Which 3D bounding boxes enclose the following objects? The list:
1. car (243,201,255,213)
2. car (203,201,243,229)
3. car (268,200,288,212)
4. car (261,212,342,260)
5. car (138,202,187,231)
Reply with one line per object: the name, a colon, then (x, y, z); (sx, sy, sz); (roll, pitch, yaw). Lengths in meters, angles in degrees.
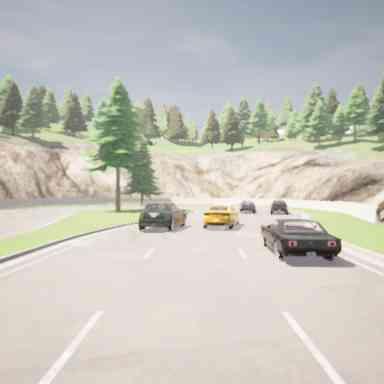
car: (6.536, 1.724, 39.928); (2.033, 1.411, 5.357); (0, 0, 6)
car: (2.087, 1.579, 22.719); (1.882, 1.535, 5.008); (0, 0, 15)
car: (9.790, 1.672, 37.826); (1.837, 1.490, 4.892); (1, 0, 11)
car: (3.833, 1.657, 12.582); (1.895, 1.301, 4.718); (0, 0, 3)
car: (-1.766, 1.448, 21.513); (2.097, 1.767, 4.553); (0, 0, 13)
